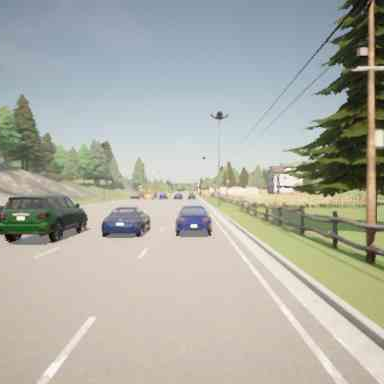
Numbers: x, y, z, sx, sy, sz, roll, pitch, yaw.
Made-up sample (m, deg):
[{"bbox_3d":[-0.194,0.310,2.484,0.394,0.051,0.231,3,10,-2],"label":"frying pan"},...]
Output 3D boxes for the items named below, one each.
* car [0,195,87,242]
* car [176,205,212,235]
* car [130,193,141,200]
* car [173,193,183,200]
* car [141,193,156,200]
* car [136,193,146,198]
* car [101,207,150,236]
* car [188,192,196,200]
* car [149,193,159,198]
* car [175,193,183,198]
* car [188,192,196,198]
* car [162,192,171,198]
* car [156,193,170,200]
[{"bbox_3d":[-6.902,1.147,16.104,2.150,2.045,5.566,0,0,0],"label":"car"},{"bbox_3d":[0.085,1.442,18.070,1.812,1.442,4.674,0,0,0],"label":"car"},{"bbox_3d":[-14.007,1.211,81.778,1.895,1.301,4.718,0,0,0],"label":"car"},{"bbox_3d":[-3.507,1.165,81.685,1.994,1.385,4.181,0,0,0],"label":"car"},{"bbox_3d":[-10.507,0.970,81.687,2.097,1.767,4.553,0,0,0],"label":"car"},{"bbox_3d":[-14.007,0.962,91.750,1.994,1.385,4.181,0,0,0],"label":"car"},{"bbox_3d":[-3.403,1.482,17.729,1.994,1.385,4.181,0,0,0],"label":"car"},{"bbox_3d":[-0.007,1.138,81.719,1.812,1.442,4.674,0,0,0],"label":"car"},{"bbox_3d":[-10.507,0.934,91.720,2.128,1.511,4.902,0,0,0],"label":"car"},{"bbox_3d":[-3.507,0.961,91.721,1.994,1.385,4.181,0,0,0],"label":"car"},{"bbox_3d":[-0.007,0.764,91.690,2.097,1.767,4.553,0,0,0],"label":"car"},{"bbox_3d":[-7.007,0.887,91.721,1.882,1.535,5.008,0,0,0],"label":"car"},{"bbox_3d":[-7.007,1.093,81.302,1.882,1.535,5.008,0,0,0],"label":"car"}]
